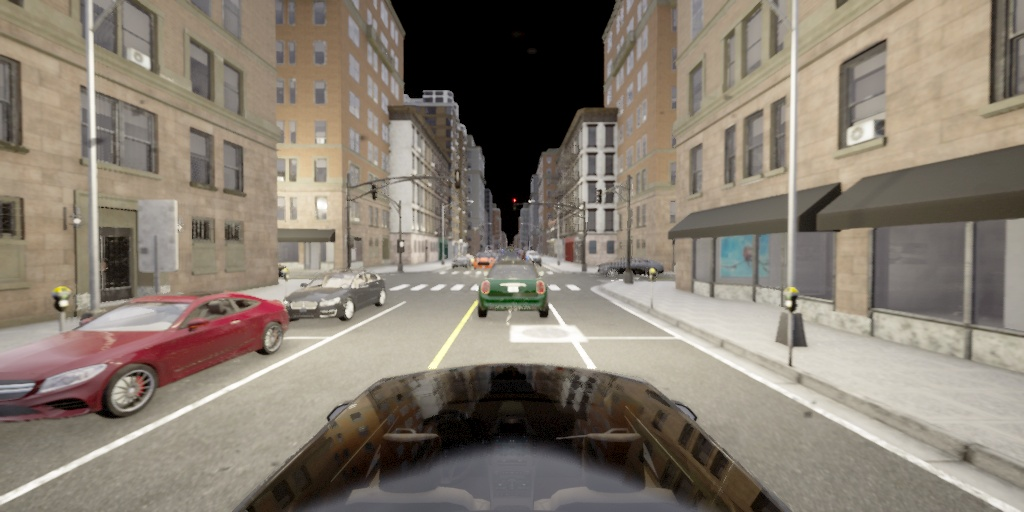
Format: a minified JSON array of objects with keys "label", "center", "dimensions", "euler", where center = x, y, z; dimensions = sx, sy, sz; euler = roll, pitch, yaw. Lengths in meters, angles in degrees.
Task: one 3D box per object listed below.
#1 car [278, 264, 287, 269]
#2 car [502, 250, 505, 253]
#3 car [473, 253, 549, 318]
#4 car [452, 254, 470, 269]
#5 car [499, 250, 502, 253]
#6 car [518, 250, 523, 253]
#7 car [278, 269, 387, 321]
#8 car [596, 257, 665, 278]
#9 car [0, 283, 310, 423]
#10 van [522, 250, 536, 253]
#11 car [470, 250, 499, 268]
[{"label":"car","center":[-17.117,0.817,23.655],"dimensions":[4.181,1.385,1.994],"euler":[0,1,0]},{"label":"car","center":[-2.701,0.093,64.481],"dimensions":[1.837,1.490,4.892],"euler":[0,1,1]},{"label":"car","center":[0.053,0.908,12.242],"dimensions":[2.097,1.767,4.553],"euler":[0,1,1]},{"label":"car","center":[-5.348,0.624,38.294],"dimensions":[2.007,1.370,4.403],"euler":[0,0,0]},{"label":"car","center":[-2.788,0.238,48.690],"dimensions":[2.097,1.767,4.553],"euler":[0,1,-1]},{"label":"car","center":[2.718,-0.109,65.312],"dimensions":[2.192,1.841,5.009],"euler":[0,0,0]},{"label":"car","center":[-5.377,1.121,11.422],"dimensions":[2.007,1.370,4.403],"euler":[0,0,0]},{"label":"car","center":[8.729,0.839,26.615],"dimensions":[4.902,1.511,2.128],"euler":[0,1,0]},{"label":"car","center":[-5.383,1.257,5.742],"dimensions":[1.802,1.307,4.207],"euler":[0,0,0]},{"label":"van","center":[2.695,0.216,49.096],"dimensions":[1.690,1.789,3.998],"euler":[0,0,0]},{"label":"car","center":[-2.779,0.446,37.215],"dimensions":[2.097,1.767,4.553],"euler":[0,1,0]}]
